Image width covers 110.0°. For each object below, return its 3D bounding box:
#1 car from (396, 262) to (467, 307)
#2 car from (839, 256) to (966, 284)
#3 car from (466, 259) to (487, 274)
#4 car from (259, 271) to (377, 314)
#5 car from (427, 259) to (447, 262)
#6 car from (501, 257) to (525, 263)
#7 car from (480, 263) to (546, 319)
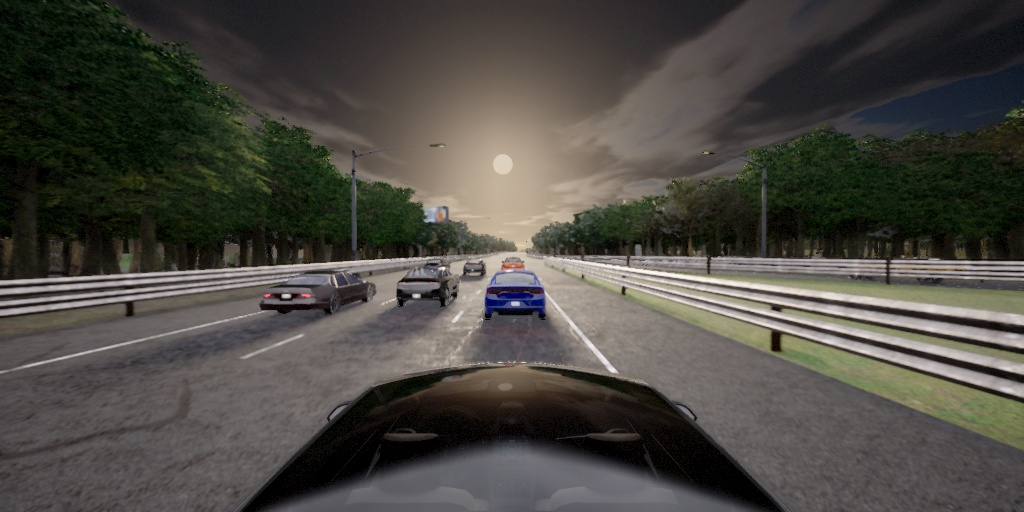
[{"bbox_3d":[-3.404,1.191,15.197,2.128,1.511,4.902,0,0,0],"label":"car"},{"bbox_3d":[23.436,0.769,21.860,1.801,1.575,5.366,1,0,-27],"label":"car"},{"bbox_3d":[-3.408,0.996,33.394,2.128,1.511,4.902,0,1,0],"label":"car"},{"bbox_3d":[-6.903,1.259,13.472,2.033,1.411,5.357,0,0,0],"label":"car"},{"bbox_3d":[-6.908,1.009,33.439,1.837,1.490,4.892,0,1,0],"label":"car"},{"bbox_3d":[0.090,0.860,33.174,2.097,1.767,4.553,0,1,0],"label":"car"},{"bbox_3d":[0.097,1.195,12.685,1.882,1.535,5.008,0,0,0],"label":"car"}]
